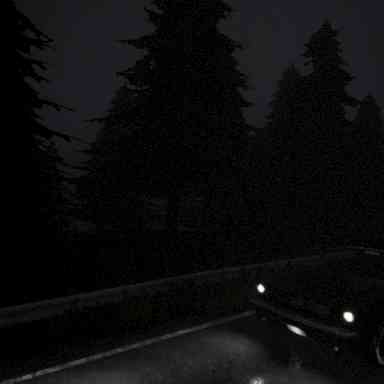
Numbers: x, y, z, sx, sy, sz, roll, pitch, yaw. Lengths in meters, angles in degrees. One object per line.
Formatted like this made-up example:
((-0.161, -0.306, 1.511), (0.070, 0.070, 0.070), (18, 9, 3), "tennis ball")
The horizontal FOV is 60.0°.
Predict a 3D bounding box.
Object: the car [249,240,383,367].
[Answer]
((3.258, 1.615, 5.894), (4.718, 1.301, 1.895), (0, 0, -35), "car")
